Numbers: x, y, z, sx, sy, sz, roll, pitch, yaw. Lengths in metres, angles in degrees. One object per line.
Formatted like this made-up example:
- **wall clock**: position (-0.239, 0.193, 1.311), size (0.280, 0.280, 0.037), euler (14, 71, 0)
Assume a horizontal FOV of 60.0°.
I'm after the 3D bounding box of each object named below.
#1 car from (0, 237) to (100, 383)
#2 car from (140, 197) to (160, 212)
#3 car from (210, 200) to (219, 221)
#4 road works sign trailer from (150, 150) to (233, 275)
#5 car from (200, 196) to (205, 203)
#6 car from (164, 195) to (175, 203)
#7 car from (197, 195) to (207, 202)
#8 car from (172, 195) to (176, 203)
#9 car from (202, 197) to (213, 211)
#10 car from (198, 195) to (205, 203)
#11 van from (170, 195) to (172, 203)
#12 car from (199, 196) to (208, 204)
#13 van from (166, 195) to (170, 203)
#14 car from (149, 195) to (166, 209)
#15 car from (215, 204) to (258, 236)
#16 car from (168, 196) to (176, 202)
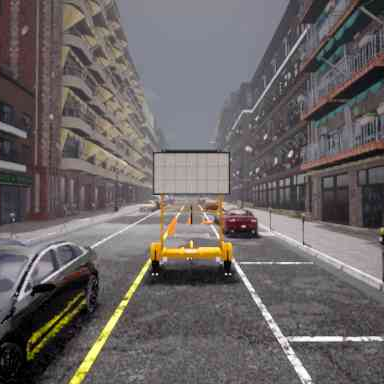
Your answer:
- **car**: position (-2.755, 1.499, 4.823), size (2.128, 1.511, 4.902), euler (0, 0, 0)
- **car**: position (-5.324, 1.639, 40.806), size (1.752, 1.417, 4.829), euler (2, 0, 0)
- **car**: position (2.568, 1.582, 24.498), size (1.752, 1.417, 4.829), euler (1, 0, 0)
- **road works sign trailer**: position (-0.017, 0.485, 10.467), size (2.380, 3.560, 2.880), euler (0, 0, 0)
- **car**: position (2.551, 1.686, 46.450), size (2.008, 1.369, 4.403), euler (1, 0, 0)
- **car**: position (-5.347, 1.614, 79.689), size (2.192, 1.841, 5.009), euler (1, 0, 0)
- **car**: position (2.495, 1.646, 85.166), size (2.192, 1.841, 5.009), euler (1, 0, 0)
- **car**: position (-5.343, 1.583, 74.159), size (2.192, 1.841, 5.009), euler (1, 0, 0)
- **car**: position (2.555, 1.659, 40.918), size (1.887, 1.381, 4.507), euler (1, 0, 0)
- **car**: position (2.540, 1.754, 63.042), size (1.887, 1.381, 4.507), euler (1, 0, 0)
- **van**: position (-5.336, 1.551, 63.099), size (1.690, 1.788, 3.998), euler (1, 0, 0)
- **car**: position (2.542, 1.708, 74.104), size (1.967, 1.590, 4.097), euler (1, 0, 0)
- **van**: position (-5.331, 1.523, 57.567), size (1.690, 1.788, 3.998), euler (2, 0, 0)
- **car**: position (-5.322, 1.451, 46.508), size (2.192, 1.841, 5.009), euler (2, 0, 0)
- **car**: position (2.571, 1.586, 18.796), size (1.887, 1.381, 4.507), euler (1, 0, 0)
- **car**: position (-5.362, 1.931, 90.750), size (1.947, 1.339, 4.313), euler (1, 0, 0)
